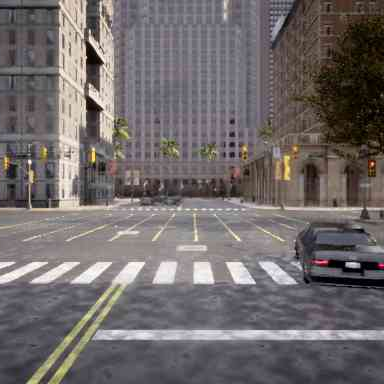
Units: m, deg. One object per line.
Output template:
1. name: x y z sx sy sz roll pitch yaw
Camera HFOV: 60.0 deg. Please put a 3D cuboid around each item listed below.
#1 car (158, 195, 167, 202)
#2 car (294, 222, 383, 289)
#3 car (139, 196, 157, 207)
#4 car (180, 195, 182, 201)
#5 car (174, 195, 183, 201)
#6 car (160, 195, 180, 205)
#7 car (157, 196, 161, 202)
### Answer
1. car: -6.917 1.524 78.072 1.812 1.442 4.674 0 0 1
2. car: 3.952 1.549 9.262 2.033 1.411 5.357 0 0 15
3. car: -7.150 1.505 52.705 1.837 1.490 4.892 0 0 0
4. car: -3.496 1.504 69.471 1.837 1.490 4.892 0 0 1
5. car: -3.371 1.524 83.018 2.128 1.511 4.902 0 0 1
6. car: -3.646 1.491 56.470 2.128 1.511 4.902 0 0 0
7. car: -7.024 1.564 67.852 1.994 1.385 4.181 0 0 1
